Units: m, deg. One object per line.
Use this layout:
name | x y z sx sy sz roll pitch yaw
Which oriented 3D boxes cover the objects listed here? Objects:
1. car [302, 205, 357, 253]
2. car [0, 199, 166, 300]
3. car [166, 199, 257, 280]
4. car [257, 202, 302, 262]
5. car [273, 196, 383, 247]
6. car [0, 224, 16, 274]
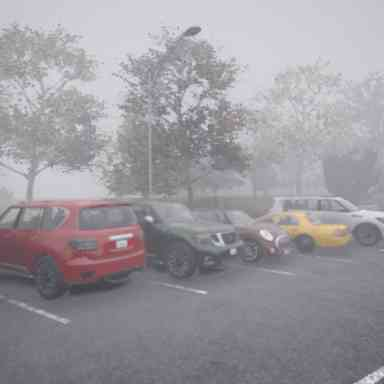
car | 3.577 1.474 13.717 5.366 1.575 1.946 -1 0 36
car | -3.671 1.231 8.623 5.566 2.045 2.435 -1 0 35
car | -1.164 1.230 10.276 5.566 2.045 2.435 -1 -1 36
car | 1.243 1.356 11.975 4.553 1.767 2.185 -1 -1 36
car | 6.234 1.206 15.255 5.566 2.045 2.435 -1 -1 36
car | -6.089 1.483 6.915 4.892 1.521 2.231 -1 0 35
